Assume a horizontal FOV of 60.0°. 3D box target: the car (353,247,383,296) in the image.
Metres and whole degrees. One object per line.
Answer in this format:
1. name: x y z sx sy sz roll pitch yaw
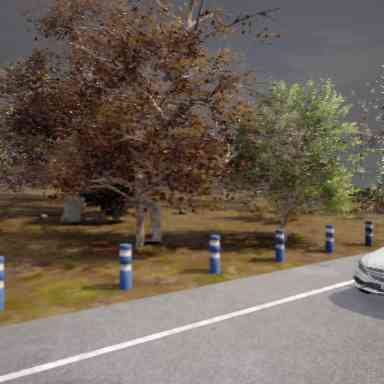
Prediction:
1. car: 5.550 1.468 7.387 4.674 1.442 1.812 -1 0 -34
